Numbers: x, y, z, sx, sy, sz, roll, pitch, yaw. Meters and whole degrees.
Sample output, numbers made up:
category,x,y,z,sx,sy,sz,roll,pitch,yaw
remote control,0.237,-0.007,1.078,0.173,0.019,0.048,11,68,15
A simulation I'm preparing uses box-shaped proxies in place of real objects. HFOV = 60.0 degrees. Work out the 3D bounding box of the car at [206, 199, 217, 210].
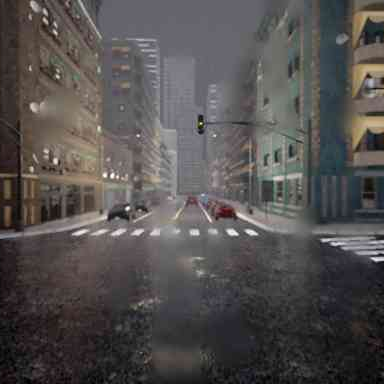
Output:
category,x,y,z,sx,sy,sz,roll,pitch,yaw
car,2.692,1.630,32.970,1.947,1.339,4.313,0,0,0

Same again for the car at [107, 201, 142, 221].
category,x,y,z,sx,sy,sz,roll,pitch,yaw
car,-5.690,1.618,27.460,1.947,1.339,4.313,0,0,0

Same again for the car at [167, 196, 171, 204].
category,x,y,z,sx,sy,sz,roll,pitch,yaw
car,-5.679,1.723,66.125,1.802,1.307,4.206,0,0,0

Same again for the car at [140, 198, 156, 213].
category,x,y,z,sx,sy,sz,roll,pitch,yaw
car,-5.687,1.642,38.508,1.947,1.339,4.313,0,0,0

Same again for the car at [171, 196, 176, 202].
category,x,y,z,sx,sy,sz,roll,pitch,yaw
car,-5.676,1.710,82.526,1.752,1.417,4.829,0,0,0

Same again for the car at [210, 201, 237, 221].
category,x,y,z,sx,sy,sz,roll,pitch,yaw
car,2.691,1.634,27.446,1.802,1.307,4.206,0,0,0

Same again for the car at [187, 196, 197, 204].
category,x,y,z,sx,sy,sz,roll,pitch,yaw
car,0.018,1.628,66.909,1.882,1.535,5.008,0,0,0

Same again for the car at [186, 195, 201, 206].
category,x,y,z,sx,sy,sz,roll,pitch,yaw
car,0.014,1.471,56.873,2.097,1.767,4.553,0,0,0

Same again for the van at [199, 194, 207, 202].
category,x,y,z,sx,sy,sz,roll,pitch,yaw
van,2.704,1.527,82.681,1.690,1.788,3.998,-1,0,0

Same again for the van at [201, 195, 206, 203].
category,x,y,z,sx,sy,sz,roll,pitch,yaw
van,2.695,1.443,49.540,1.690,1.788,3.998,0,0,0

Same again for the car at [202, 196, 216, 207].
category,x,y,z,sx,sy,sz,roll,pitch,yaw
car,2.695,1.633,44.016,1.887,1.381,4.507,0,0,0

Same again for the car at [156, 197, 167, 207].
category,x,y,z,sx,sy,sz,roll,pitch,yaw
car,-5.683,1.659,55.078,1.887,1.381,4.507,0,0,0
